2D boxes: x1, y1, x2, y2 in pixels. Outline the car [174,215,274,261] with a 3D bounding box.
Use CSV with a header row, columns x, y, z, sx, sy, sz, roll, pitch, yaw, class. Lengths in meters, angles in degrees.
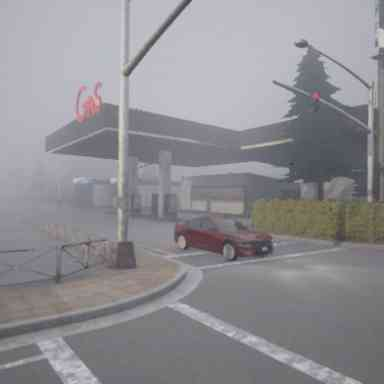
x,y,z,sx,sy,sz,roll,pitch,yaw,class
1.149,1.775,13.881,1.882,1.535,5.008,1,-1,-35,car
